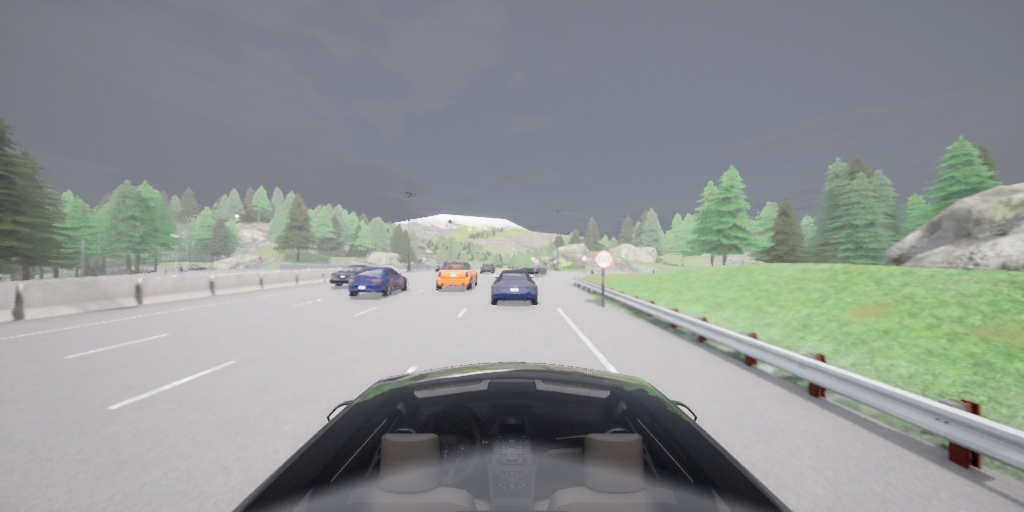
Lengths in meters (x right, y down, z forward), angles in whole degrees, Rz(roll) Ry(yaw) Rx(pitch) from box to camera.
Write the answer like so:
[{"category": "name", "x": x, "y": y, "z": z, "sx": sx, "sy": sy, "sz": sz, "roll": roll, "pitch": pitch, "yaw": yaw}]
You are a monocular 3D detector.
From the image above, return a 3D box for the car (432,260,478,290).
[{"category": "car", "x": -3.397, "y": 1.141, "z": 22.913, "sx": 2.097, "sy": 1.767, "sz": 4.553, "roll": 0, "pitch": 0, "yaw": 0}]

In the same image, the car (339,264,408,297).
[{"category": "car", "x": -6.898, "y": 1.294, "z": 18.785, "sx": 1.812, "sy": 1.442, "sz": 4.674, "roll": 0, "pitch": 0, "yaw": 0}]

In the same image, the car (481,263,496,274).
[{"category": "car", "x": -3.301, "y": 1.678, "z": 50.446, "sx": 2.128, "sy": 1.511, "sz": 4.902, "roll": 0, "pitch": -1, "yaw": 1}]

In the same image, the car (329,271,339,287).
[{"category": "car", "x": -10.398, "y": 1.338, "z": 24.544, "sx": 2.033, "sy": 1.411, "sz": 5.357, "roll": 0, "pitch": -1, "yaw": 0}]

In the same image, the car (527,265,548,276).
[{"category": "car", "x": 2.545, "y": 1.577, "z": 39.119, "sx": 1.895, "sy": 1.301, "sz": 4.718, "roll": -1, "pitch": -1, "yaw": 19}]

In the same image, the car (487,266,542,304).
[{"category": "car", "x": 0.100, "y": 1.327, "z": 16.346, "sx": 1.994, "sy": 1.385, "sz": 4.181, "roll": 0, "pitch": 0, "yaw": 0}]
